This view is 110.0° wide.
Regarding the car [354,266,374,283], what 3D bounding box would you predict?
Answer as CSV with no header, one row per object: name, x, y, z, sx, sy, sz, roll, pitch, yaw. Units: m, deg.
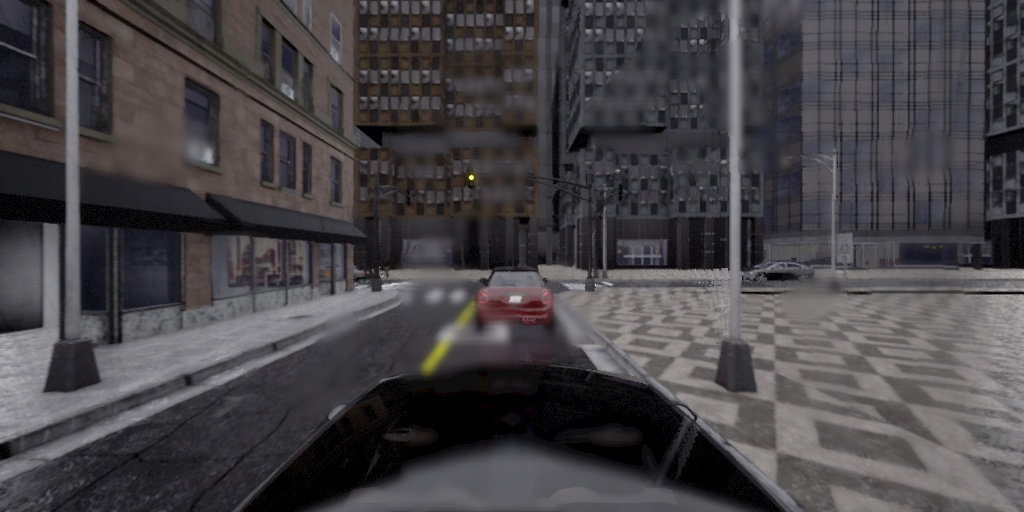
car,-12.759,1.242,25.445,5.357,1.411,2.033,0,0,-2

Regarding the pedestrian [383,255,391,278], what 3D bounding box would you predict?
pedestrian,-9.878,0.824,28.327,0.375,1.860,0.375,0,0,1

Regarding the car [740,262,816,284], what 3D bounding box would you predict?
car,18.303,1.143,25.029,4.902,1.511,2.128,0,0,1

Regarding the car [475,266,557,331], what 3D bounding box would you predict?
car,0.062,1.075,10.981,2.097,1.767,4.553,0,0,-1
